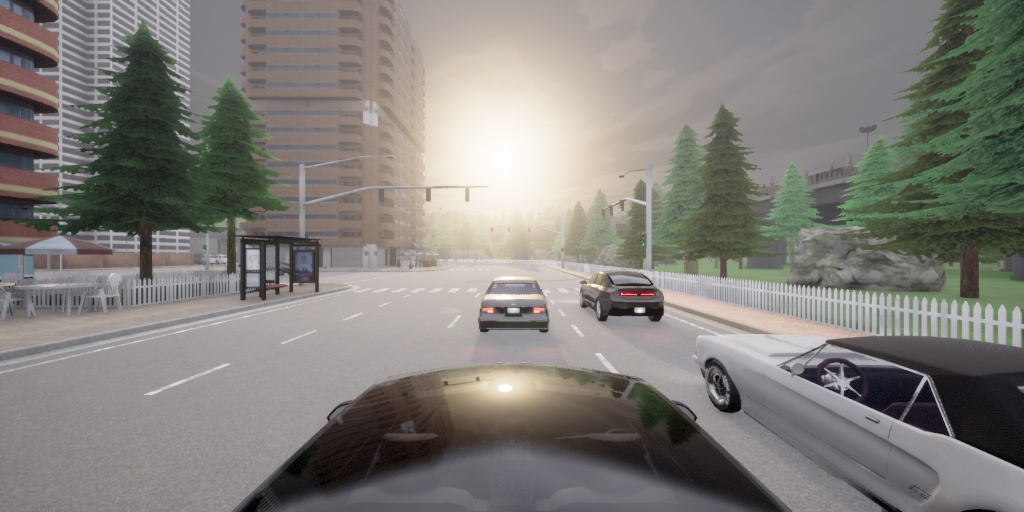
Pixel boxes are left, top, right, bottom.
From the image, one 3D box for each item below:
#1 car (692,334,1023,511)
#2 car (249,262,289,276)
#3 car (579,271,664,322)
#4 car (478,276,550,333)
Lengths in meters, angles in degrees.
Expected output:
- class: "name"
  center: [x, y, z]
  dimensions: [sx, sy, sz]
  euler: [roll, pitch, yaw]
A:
- class: "car"
  center: [3.513, 1.351, 3.090]
  dimensions: [1.895, 1.301, 4.718]
  euler: [0, 0, 1]
- class: "car"
  center: [-25.105, 1.331, 37.742]
  dimensions: [4.674, 1.442, 1.812]
  euler: [0, 0, 0]
- class: "car"
  center: [3.565, 1.255, 12.353]
  dimensions: [1.837, 1.490, 4.892]
  euler: [0, 0, 1]
- class: "car"
  center: [0.078, 1.297, 10.764]
  dimensions: [2.033, 1.411, 5.357]
  euler: [0, 0, 1]
